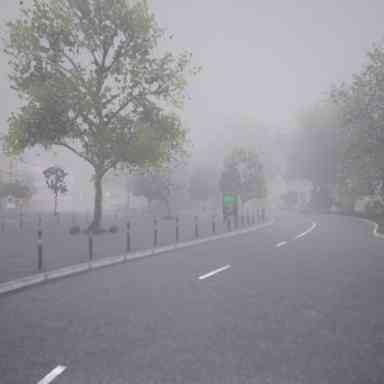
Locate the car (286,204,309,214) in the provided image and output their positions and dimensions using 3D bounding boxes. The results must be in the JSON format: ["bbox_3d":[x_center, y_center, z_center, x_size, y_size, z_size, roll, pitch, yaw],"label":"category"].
[{"bbox_3d":[16.418,2.668,51.887,1.837,1.490,4.892,0,-1,-12],"label":"car"}]
